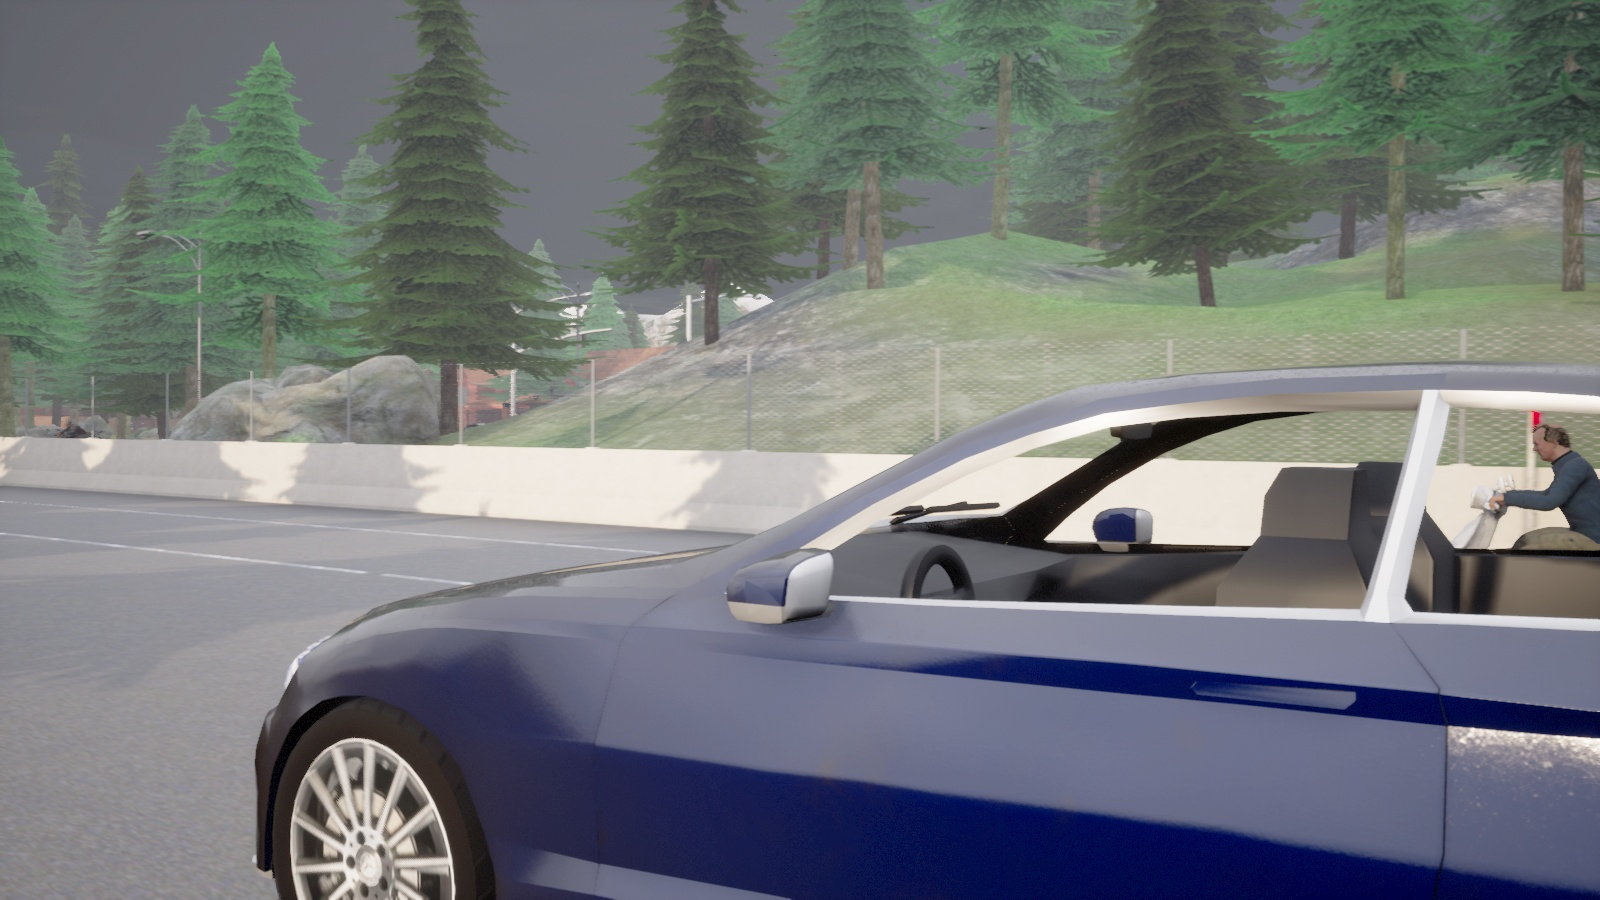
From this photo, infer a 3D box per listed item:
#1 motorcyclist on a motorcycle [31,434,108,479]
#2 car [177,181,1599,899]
[{"bbox_3d":[-25.773,0.199,44.335,0.866,1.530,2.191,0,1,34],"label":"motorcyclist on a motorcycle"},{"bbox_3d":[0.987,0.460,2.963,5.027,1.651,2.152,0,1,34],"label":"car"}]
